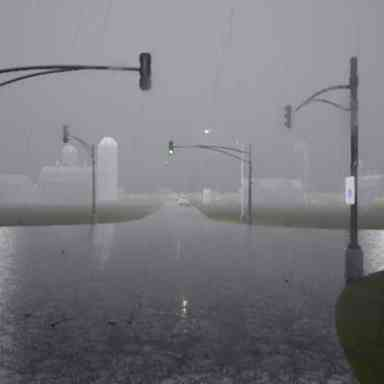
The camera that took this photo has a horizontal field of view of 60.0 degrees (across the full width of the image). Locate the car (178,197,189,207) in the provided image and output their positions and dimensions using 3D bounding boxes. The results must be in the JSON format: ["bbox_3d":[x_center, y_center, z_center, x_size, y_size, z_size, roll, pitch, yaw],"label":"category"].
[{"bbox_3d":[-1.511,2.295,68.699,1.812,1.442,4.674,0,-1,-3],"label":"car"}]

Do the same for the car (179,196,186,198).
[{"bbox_3d":[-2.095,2.031,78.737,2.150,2.045,5.566,0,-1,-4],"label":"car"}]
